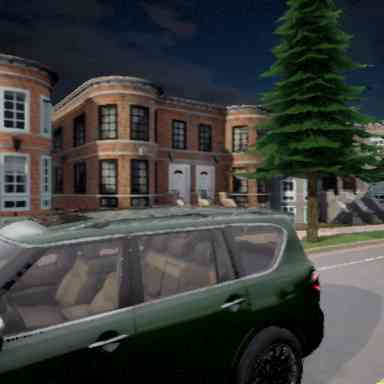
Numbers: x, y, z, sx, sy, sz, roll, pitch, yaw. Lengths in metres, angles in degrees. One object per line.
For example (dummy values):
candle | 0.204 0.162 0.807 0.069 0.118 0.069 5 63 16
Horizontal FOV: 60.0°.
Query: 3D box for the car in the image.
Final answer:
car | -1.064 1.215 3.175 5.566 2.045 2.150 0 0 -35
